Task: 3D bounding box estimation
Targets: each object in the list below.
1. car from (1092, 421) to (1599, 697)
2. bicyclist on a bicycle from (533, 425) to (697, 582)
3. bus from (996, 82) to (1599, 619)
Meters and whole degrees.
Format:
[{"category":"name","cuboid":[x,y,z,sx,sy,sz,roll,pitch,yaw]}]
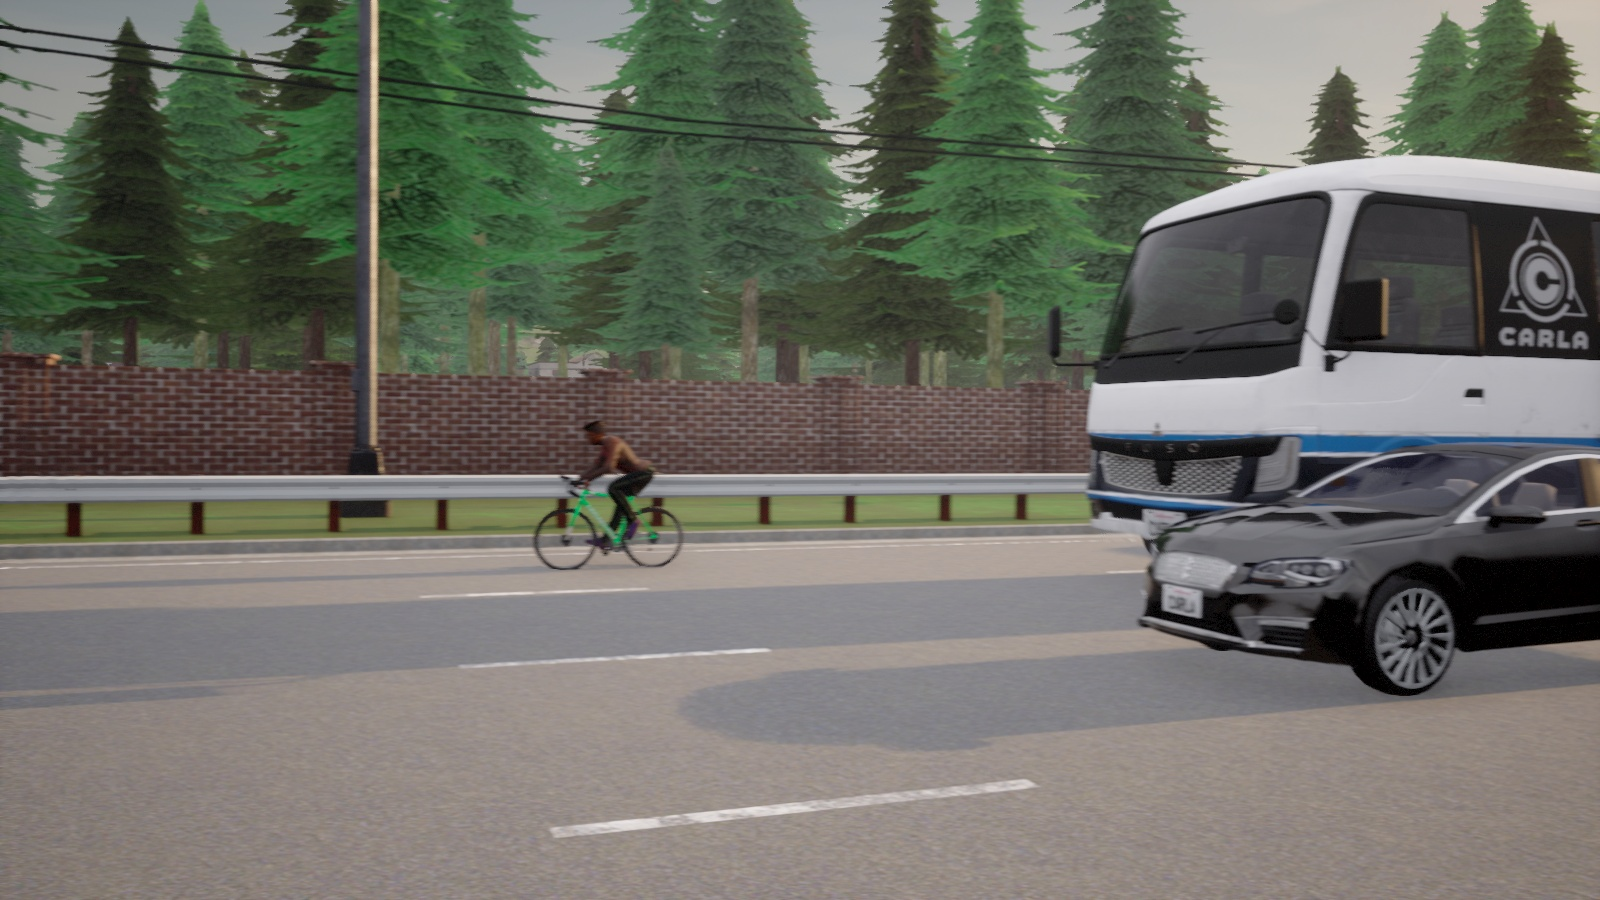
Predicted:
[{"category":"car","cuboid":[4.748,0.560,8.785,4.902,1.511,2.128,-1,1,-21]},{"category":"bicyclist on a bicycle","cuboid":[-2.019,0.550,13.703,1.656,1.620,0.582,-1,1,-21]},{"category":"bus","cuboid":[7.650,-0.883,13.614,10.273,4.253,3.944,-1,1,-21]}]
